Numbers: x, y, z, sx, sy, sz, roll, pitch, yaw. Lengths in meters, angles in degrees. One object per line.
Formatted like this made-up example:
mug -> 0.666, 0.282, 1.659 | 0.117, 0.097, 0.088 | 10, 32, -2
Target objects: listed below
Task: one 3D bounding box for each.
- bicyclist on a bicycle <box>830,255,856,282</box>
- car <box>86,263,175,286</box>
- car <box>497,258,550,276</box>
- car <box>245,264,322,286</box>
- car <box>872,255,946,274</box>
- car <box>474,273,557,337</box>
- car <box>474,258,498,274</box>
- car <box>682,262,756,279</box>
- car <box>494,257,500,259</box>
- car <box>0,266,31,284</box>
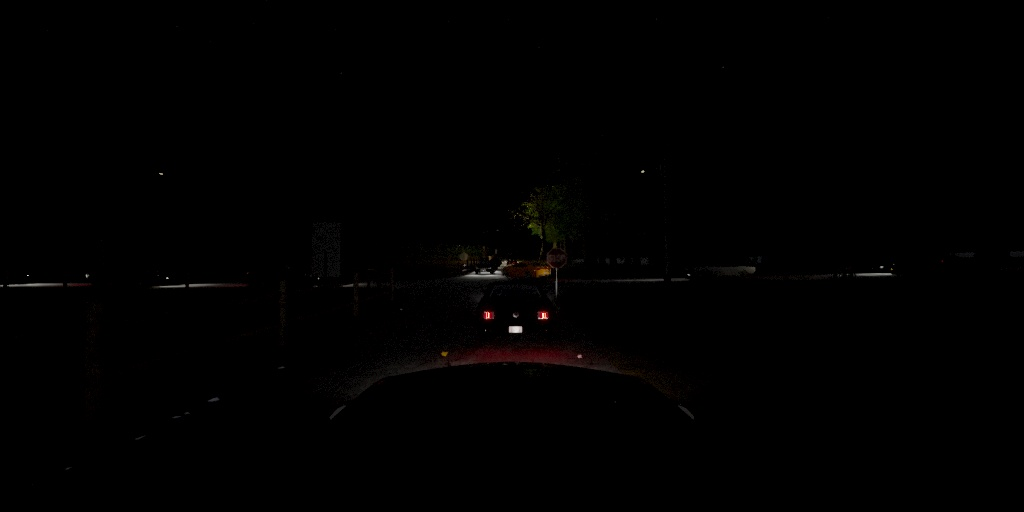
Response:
bicyclist on a bicycle -> 19.857, 0.746, 21.541 | 0.582, 1.620, 1.656 | -1, -1, 0
car -> -25.826, 1.246, 24.356 | 4.892, 1.490, 1.837 | 0, -1, 0
car -> 1.195, 1.218, 31.688 | 1.882, 1.535, 5.008 | -2, 1, -39
car -> -15.504, 1.273, 24.404 | 4.674, 1.442, 1.812 | 0, -1, 0
car -> 30.407, 0.613, 27.574 | 4.181, 1.385, 1.994 | -2, -1, 0
car -> 0.082, 1.352, 10.226 | 1.895, 1.301, 4.718 | 0, 0, 0
car -> -2.948, 1.233, 39.984 | 1.812, 1.442, 4.674 | 0, 0, 1
car -> 15.772, 1.088, 27.504 | 4.718, 1.301, 1.895 | -1, -1, 0
car -> -2.924, 1.250, 49.784 | 1.895, 1.301, 4.718 | 0, 0, 0
car -> -36.274, 1.193, 24.315 | 5.357, 1.411, 2.033 | 1, -1, 0
